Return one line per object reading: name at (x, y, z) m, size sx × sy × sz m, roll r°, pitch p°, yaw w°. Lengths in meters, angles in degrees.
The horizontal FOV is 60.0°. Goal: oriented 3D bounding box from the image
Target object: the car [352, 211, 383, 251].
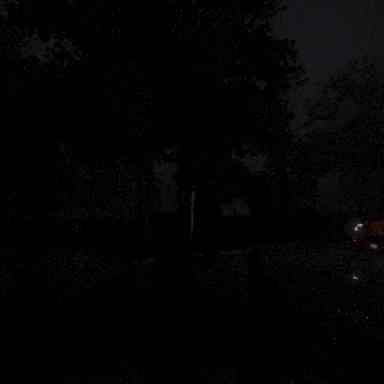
car at (8.374, 1.371, 13.055) m, size 4.553 × 1.767 × 2.097 m, roll 1°, pitch 0°, yaw -32°
